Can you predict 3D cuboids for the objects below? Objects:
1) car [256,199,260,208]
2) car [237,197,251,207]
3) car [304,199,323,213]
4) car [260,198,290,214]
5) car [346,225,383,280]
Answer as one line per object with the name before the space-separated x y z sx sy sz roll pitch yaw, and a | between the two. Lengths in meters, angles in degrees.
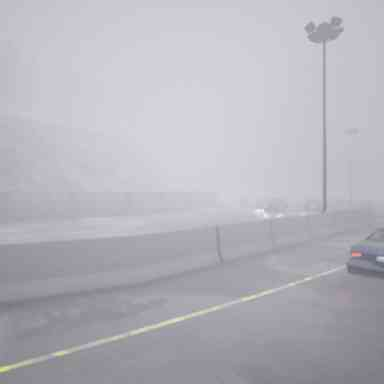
car | 10.661 1.640 49.301 2.128 1.511 4.902 0 0 17
car | 8.859 1.685 56.544 1.837 1.490 4.892 0 -1 11
car | 14.315 1.591 39.140 2.128 1.511 4.902 0 0 23
car | 9.561 1.459 37.297 2.097 1.767 4.553 0 0 26
car | 6.129 1.564 9.222 5.357 1.411 2.033 0 0 -44
